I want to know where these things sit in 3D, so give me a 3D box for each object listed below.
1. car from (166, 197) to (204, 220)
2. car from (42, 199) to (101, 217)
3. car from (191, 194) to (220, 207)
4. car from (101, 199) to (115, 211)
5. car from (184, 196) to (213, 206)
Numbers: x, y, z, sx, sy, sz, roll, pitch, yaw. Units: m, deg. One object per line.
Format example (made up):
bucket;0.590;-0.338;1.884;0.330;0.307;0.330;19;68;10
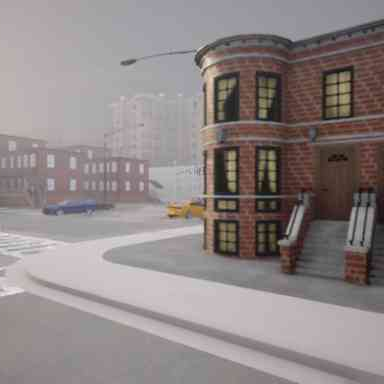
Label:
car;-0.124;1.433;28.065;1.882;1.535;5.008;0;0;36
car;-11.304;1.403;30.787;1.882;1.535;5.008;0;0;36
car;2.099;1.278;49.392;2.097;1.767;4.553;0;0;36
car;-11.134;1.464;37.031;2.033;1.411;5.357;0;0;36
car;1.088;1.464;53.946;2.033;1.411;5.357;0;0;36
